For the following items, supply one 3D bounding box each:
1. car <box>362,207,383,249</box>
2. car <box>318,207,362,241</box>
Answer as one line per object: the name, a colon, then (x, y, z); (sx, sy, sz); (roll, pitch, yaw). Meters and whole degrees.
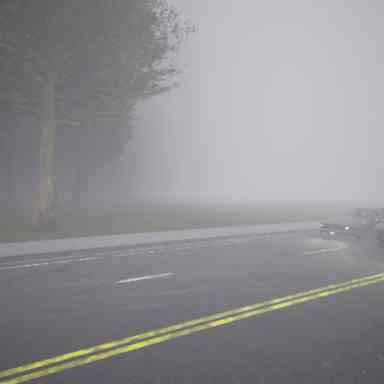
car: (9.153, 1.403, 12.895); (5.008, 1.535, 1.882); (0, 0, -28)
car: (8.730, 1.468, 16.413); (5.357, 1.411, 2.033); (0, 0, -28)
